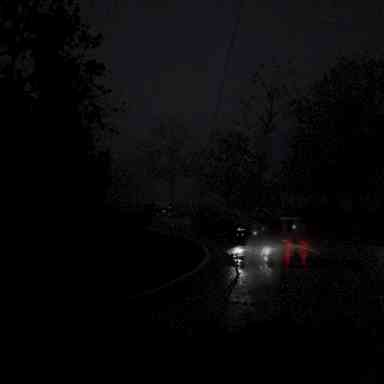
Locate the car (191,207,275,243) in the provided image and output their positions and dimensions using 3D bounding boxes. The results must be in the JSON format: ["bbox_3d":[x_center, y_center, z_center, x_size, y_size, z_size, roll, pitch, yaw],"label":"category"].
[{"bbox_3d":[1.646,1.567,16.688,1.837,1.490,4.892,2,-1,-28],"label":"car"}]

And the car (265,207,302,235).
[{"bbox_3d":[4.128,1.601,19.348,2.128,1.511,4.902,1,-1,-28],"label":"car"}]

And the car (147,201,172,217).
[{"bbox_3d":[-3.322,1.600,32.755,1.882,1.535,5.008,1,0,-18],"label":"car"}]
